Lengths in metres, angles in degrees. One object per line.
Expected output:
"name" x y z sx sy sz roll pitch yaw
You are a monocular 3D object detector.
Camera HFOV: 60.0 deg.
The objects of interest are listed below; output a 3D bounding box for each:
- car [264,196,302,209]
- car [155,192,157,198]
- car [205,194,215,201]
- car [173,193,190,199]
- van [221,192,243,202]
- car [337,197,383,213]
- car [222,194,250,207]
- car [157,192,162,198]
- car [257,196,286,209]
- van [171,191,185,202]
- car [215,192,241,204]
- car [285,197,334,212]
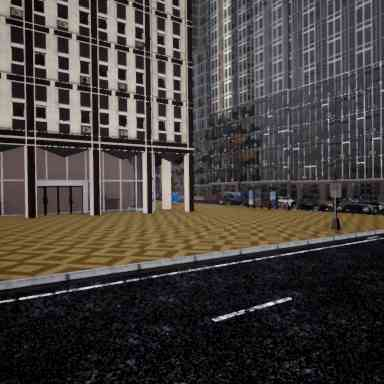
"car" 11.704 1.284 43.200 1.812 1.442 4.674 -1 1 -34
"car" -8.831 0.686 83.689 1.967 1.590 4.097 0 1 -34
"car" 3.957 1.043 64.894 1.802 1.307 4.206 0 1 -34
"car" -2.437 0.935 74.293 1.802 1.307 4.206 0 1 -34
"van" 7.152 0.854 60.191 1.690 1.788 3.998 0 1 -34
"car" 17.307 1.340 34.959 2.128 1.511 4.902 -1 1 -34
"car" 6.572 1.319 46.055 1.947 1.339 4.313 0 1 -34
"car" -5.634 0.614 78.989 2.192 1.841 5.009 0 1 -34
"car" 9.721 1.387 41.324 1.802 1.307 4.206 0 1 -34
"van" -2.973 0.937 60.179 1.690 1.788 3.998 0 1 -34
"car" 6.138 1.171 51.393 1.837 1.490 4.892 -1 2 -34
"car" 12.903 1.423 36.612 1.947 1.339 4.313 0 1 -34
